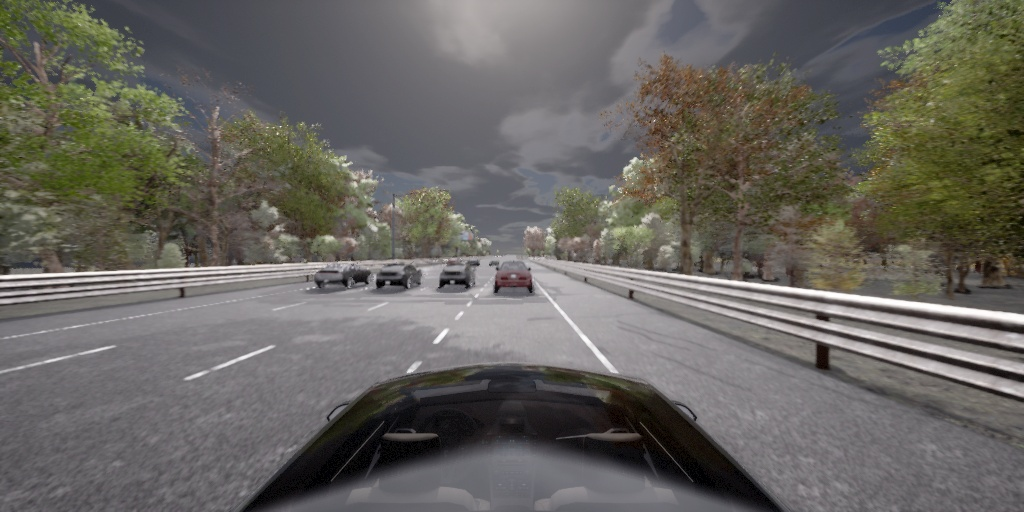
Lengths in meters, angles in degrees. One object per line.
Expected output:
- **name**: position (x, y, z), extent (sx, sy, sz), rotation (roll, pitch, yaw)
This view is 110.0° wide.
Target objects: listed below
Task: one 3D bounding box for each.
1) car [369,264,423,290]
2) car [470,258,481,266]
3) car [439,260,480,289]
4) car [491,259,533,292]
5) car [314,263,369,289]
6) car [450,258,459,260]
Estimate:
- **car**: position (-6.904, 1.218, 22.378), extent (1.837, 1.490, 4.892), rotation (0, 1, 0)
- **car**: position (-6.710, 1.118, 64.011), extent (1.882, 1.535, 5.008), rotation (0, 0, 0)
- **car**: position (-3.403, 1.216, 22.941), extent (1.837, 1.490, 4.892), rotation (0, 1, 0)
- **car**: position (0.090, 1.064, 21.024), extent (2.097, 1.767, 4.553), rotation (0, 0, 0)
- **car**: position (-10.405, 1.204, 22.523), extent (2.128, 1.511, 4.902), rotation (0, 0, 0)
- **car**: position (-10.209, 1.119, 63.977), extent (1.882, 1.535, 5.008), rotation (0, 0, 0)
